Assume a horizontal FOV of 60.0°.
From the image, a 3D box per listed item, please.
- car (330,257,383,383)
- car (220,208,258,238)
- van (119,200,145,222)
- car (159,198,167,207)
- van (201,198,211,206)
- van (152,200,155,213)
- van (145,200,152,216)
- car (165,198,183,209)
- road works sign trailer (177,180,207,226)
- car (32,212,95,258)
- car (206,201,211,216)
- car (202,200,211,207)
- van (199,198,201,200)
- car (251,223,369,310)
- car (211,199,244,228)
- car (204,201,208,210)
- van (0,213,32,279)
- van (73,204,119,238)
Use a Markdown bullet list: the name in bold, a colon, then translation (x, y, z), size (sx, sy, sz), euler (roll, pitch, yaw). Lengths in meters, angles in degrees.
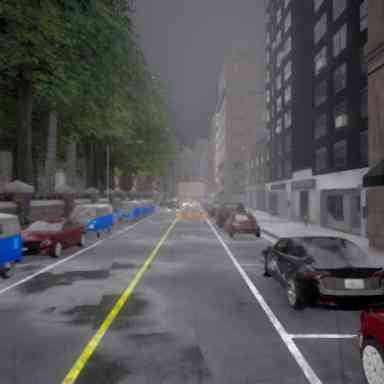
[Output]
- **car**: translation (2.852, 1.577, 2.257), size (1.887, 1.381, 4.507), euler (0, -1, 0)
- **car**: translation (2.842, 1.837, 19.236), size (1.802, 1.307, 4.206), euler (0, -1, 0)
- **van**: translation (-5.690, 1.737, 30.531), size (1.690, 1.788, 3.998), euler (0, -1, 0)
- **car**: translation (-5.713, 2.175, 70.135), size (2.192, 1.841, 5.009), euler (0, -1, 0)
- **van**: translation (2.821, 2.010, 53.199), size (1.690, 1.788, 3.998), euler (0, -1, 0)
- **van**: translation (-5.697, 1.875, 41.847), size (1.690, 1.788, 3.998), euler (0, -1, 0)
- **van**: translation (-5.694, 1.807, 36.189), size (1.690, 1.788, 3.998), euler (0, -1, 0)
- **car**: translation (-3.084, 2.226, 57.929), size (1.837, 1.490, 4.892), euler (0, 0, 0)
- **road works sign trailer**: translation (-0.017, 0.816, 26.862), size (2.380, 3.560, 2.880), euler (0, -1, 0)
- **car**: translation (-5.680, 1.726, 13.557), size (1.887, 1.381, 4.507), euler (0, -1, 0)
- **car**: translation (2.832, 2.012, 36.217), size (1.887, 1.381, 4.507), euler (0, -1, 0)
- **car**: translation (2.825, 2.184, 47.537), size (1.802, 1.307, 4.206), euler (0, -1, 0)
- **van**: translation (2.812, 2.203, 70.180), size (1.690, 1.788, 3.998), euler (0, -1, 0)
- **car**: translation (2.848, 1.674, 7.916), size (1.947, 1.339, 4.313), euler (0, -1, 0)
- **car**: translation (2.837, 1.642, 24.899), size (2.192, 1.841, 5.009), euler (0, -1, 0)
- **car**: translation (2.829, 2.117, 41.876), size (1.802, 1.307, 4.206), euler (0, -1, 0)
- **van**: translation (-5.678, 1.448, 7.902), size (1.690, 1.788, 3.998), euler (0, -1, 0)
- **van**: translation (-5.684, 1.595, 19.216), size (1.690, 1.788, 3.998), euler (0, -1, 0)
